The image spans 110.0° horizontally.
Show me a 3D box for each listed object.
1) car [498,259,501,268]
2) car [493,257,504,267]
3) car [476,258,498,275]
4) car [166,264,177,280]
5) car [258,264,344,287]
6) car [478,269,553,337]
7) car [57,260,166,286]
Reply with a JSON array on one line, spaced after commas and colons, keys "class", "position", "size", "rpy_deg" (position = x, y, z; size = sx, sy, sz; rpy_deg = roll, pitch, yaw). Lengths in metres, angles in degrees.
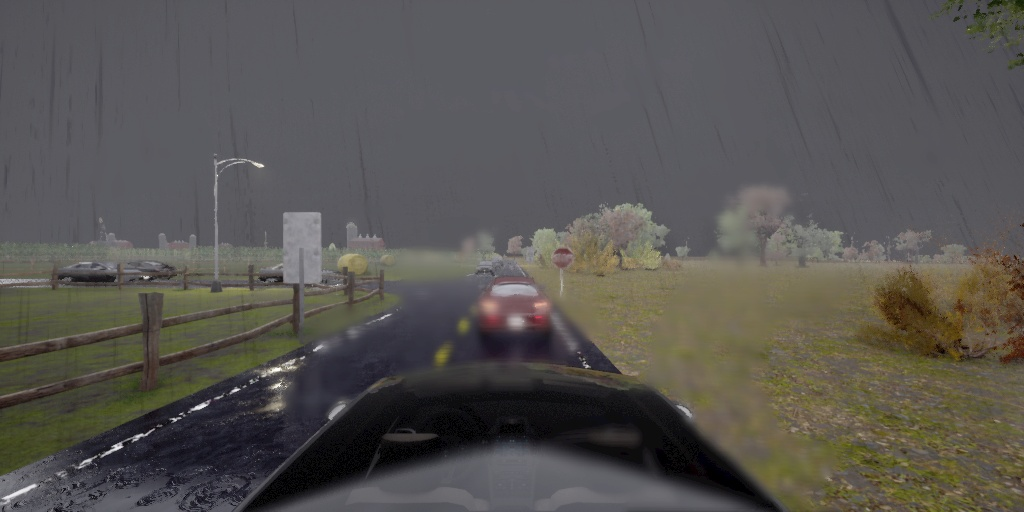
[{"class": "car", "position": [-2.901, 1.378, 49.517], "size": [1.895, 1.301, 4.718], "rpy_deg": [0, 0, 0]}, {"class": "car", "position": [-2.872, 1.355, 59.529], "size": [1.994, 1.385, 4.181], "rpy_deg": [0, 0, 0]}, {"class": "car", "position": [-2.891, 1.272, 40.250], "size": [1.837, 1.490, 4.892], "rpy_deg": [0, 0, 0]}, {"class": "car", "position": [-27.011, 1.067, 25.698], "size": [4.892, 1.490, 1.837], "rpy_deg": [0, 1, -1]}, {"class": "car", "position": [-13.434, 1.178, 23.003], "size": [4.902, 1.511, 2.128], "rpy_deg": [0, 1, -3]}, {"class": "car", "position": [0.053, 1.275, 10.153], "size": [1.812, 1.442, 4.674], "rpy_deg": [0, 0, -1]}, {"class": "car", "position": [-25.665, 1.095, 22.762], "size": [4.902, 1.511, 2.128], "rpy_deg": [0, 1, -1]}]
